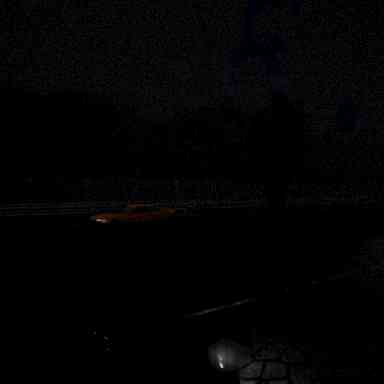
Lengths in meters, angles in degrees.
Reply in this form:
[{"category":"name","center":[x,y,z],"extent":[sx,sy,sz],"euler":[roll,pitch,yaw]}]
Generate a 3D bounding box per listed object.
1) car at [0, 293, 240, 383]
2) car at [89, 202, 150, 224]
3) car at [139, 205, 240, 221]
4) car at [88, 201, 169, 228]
[{"category":"car","center":[-1.607,1.563,2.584],"extent":[4.181,1.385,1.994],"euler":[0,0,-35]},{"category":"car","center":[-3.249,1.438,18.809],"extent":[5.008,1.535,1.882],"euler":[0,0,-35]},{"category":"car","center":[0.284,1.501,17.015],"extent":[5.357,1.411,2.033],"euler":[0,0,-35]},{"category":"car","center":[-4.193,1.431,22.419],"extent":[5.008,1.535,1.882],"euler":[0,0,-35]}]
